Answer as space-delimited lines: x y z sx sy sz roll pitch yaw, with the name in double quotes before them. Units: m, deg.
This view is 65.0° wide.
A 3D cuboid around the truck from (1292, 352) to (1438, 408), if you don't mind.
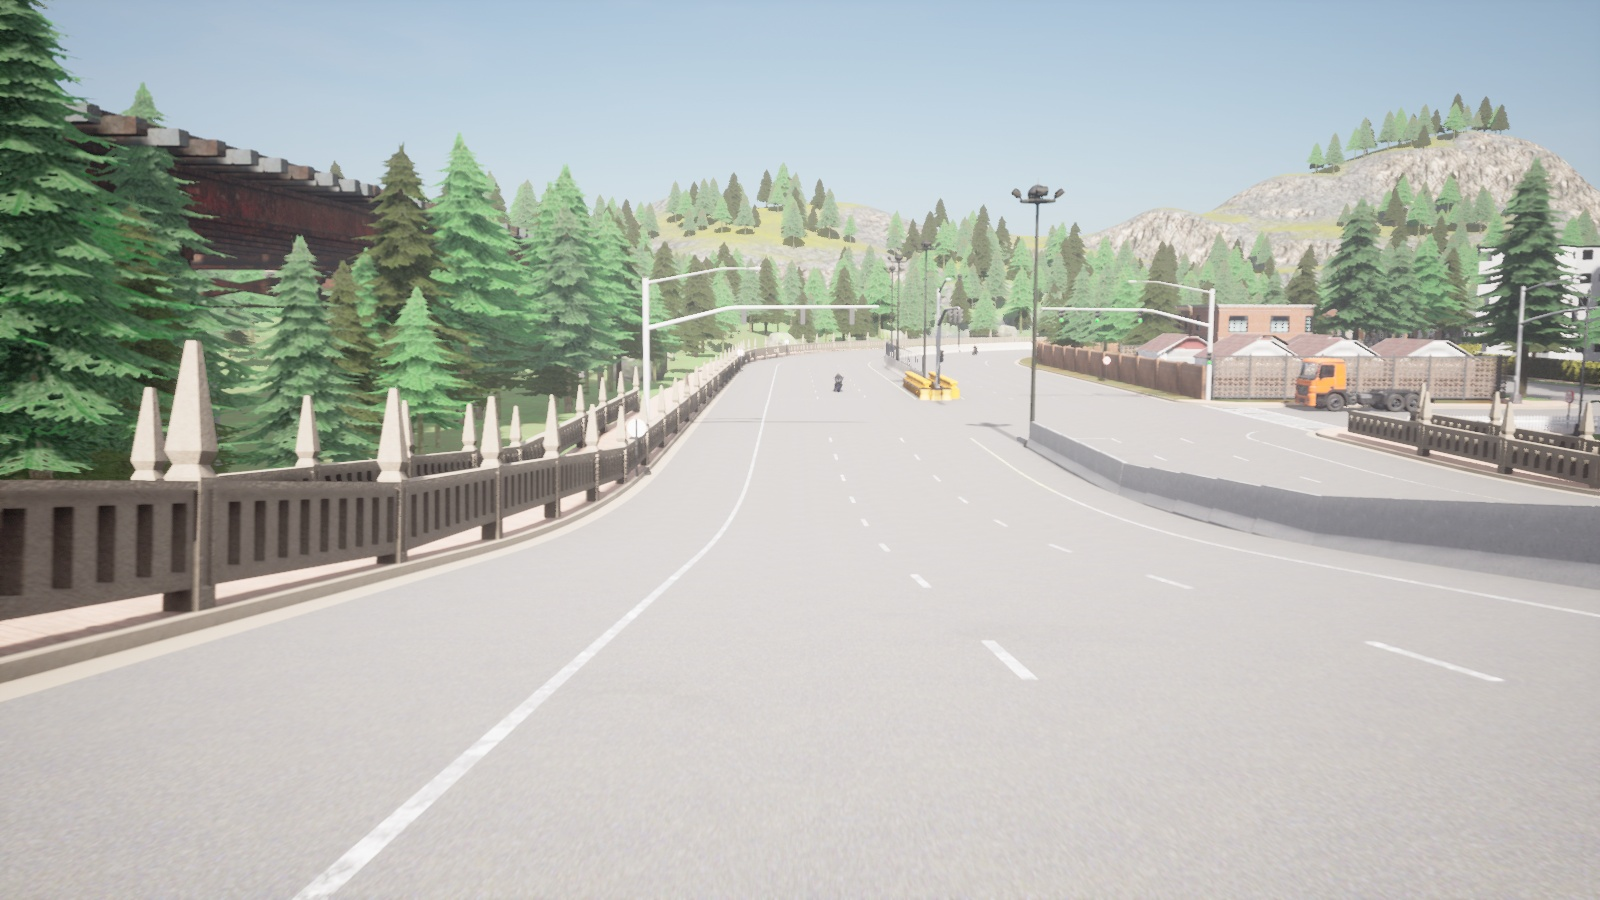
"truck" 36.318 -4.537 80.952 7.936 3.462 2.891 0 6 1
